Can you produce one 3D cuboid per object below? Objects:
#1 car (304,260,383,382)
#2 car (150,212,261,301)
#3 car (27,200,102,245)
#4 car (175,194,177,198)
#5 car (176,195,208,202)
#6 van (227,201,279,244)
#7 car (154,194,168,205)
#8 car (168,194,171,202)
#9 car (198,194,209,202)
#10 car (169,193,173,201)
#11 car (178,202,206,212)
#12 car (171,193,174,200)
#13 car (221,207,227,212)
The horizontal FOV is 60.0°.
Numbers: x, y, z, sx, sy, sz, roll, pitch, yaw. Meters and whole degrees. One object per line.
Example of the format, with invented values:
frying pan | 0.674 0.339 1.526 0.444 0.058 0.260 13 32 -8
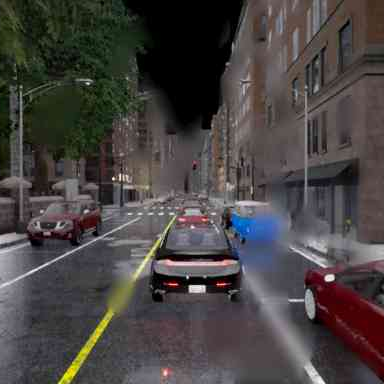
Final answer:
car | 2.853 1.544 4.266 1.887 1.381 4.507 0 0 0
car | 0.094 1.490 8.274 2.128 1.511 4.902 0 0 0
car | -5.680 1.310 15.541 2.192 1.841 5.009 0 0 0
car | -5.728 1.496 86.483 2.008 1.369 4.403 0 0 0
car | 0.029 1.338 27.493 2.097 1.767 4.553 0 0 2
van | 2.845 1.336 15.586 1.690 1.788 3.998 0 0 0
car | -5.710 1.480 59.059 1.752 1.417 4.829 0 0 0
car | -5.713 1.501 64.680 2.008 1.369 4.403 0 0 0
car | 2.803 1.386 75.624 1.967 1.590 4.097 0 0 0
car | -5.717 1.493 70.131 1.887 1.381 4.507 0 0 0
car | 0.091 1.519 18.536 1.812 1.442 4.674 0 0 0
car | -5.721 1.491 75.582 1.887 1.381 4.507 0 0 0
car | 2.841 1.557 21.247 1.947 1.339 4.313 0 0 0
